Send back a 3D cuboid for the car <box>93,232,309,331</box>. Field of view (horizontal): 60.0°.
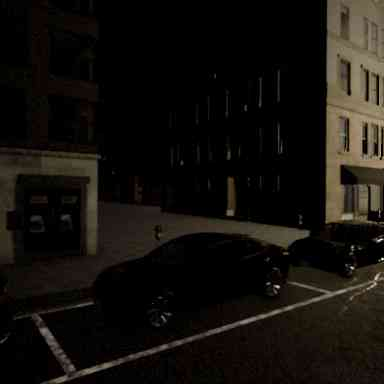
[{"bbox_3d":[0.199,1.564,6.897,4.313,1.339,1.947,0,1,-35],"label":"car"}]

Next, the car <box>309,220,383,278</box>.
[{"bbox_3d":[4.818,1.561,10.190,4.313,1.339,1.947,0,1,-35],"label":"car"}]

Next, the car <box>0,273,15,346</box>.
[{"bbox_3d":[-4.421,1.552,3.604,4.403,1.369,2.008,0,1,-35],"label":"car"}]
